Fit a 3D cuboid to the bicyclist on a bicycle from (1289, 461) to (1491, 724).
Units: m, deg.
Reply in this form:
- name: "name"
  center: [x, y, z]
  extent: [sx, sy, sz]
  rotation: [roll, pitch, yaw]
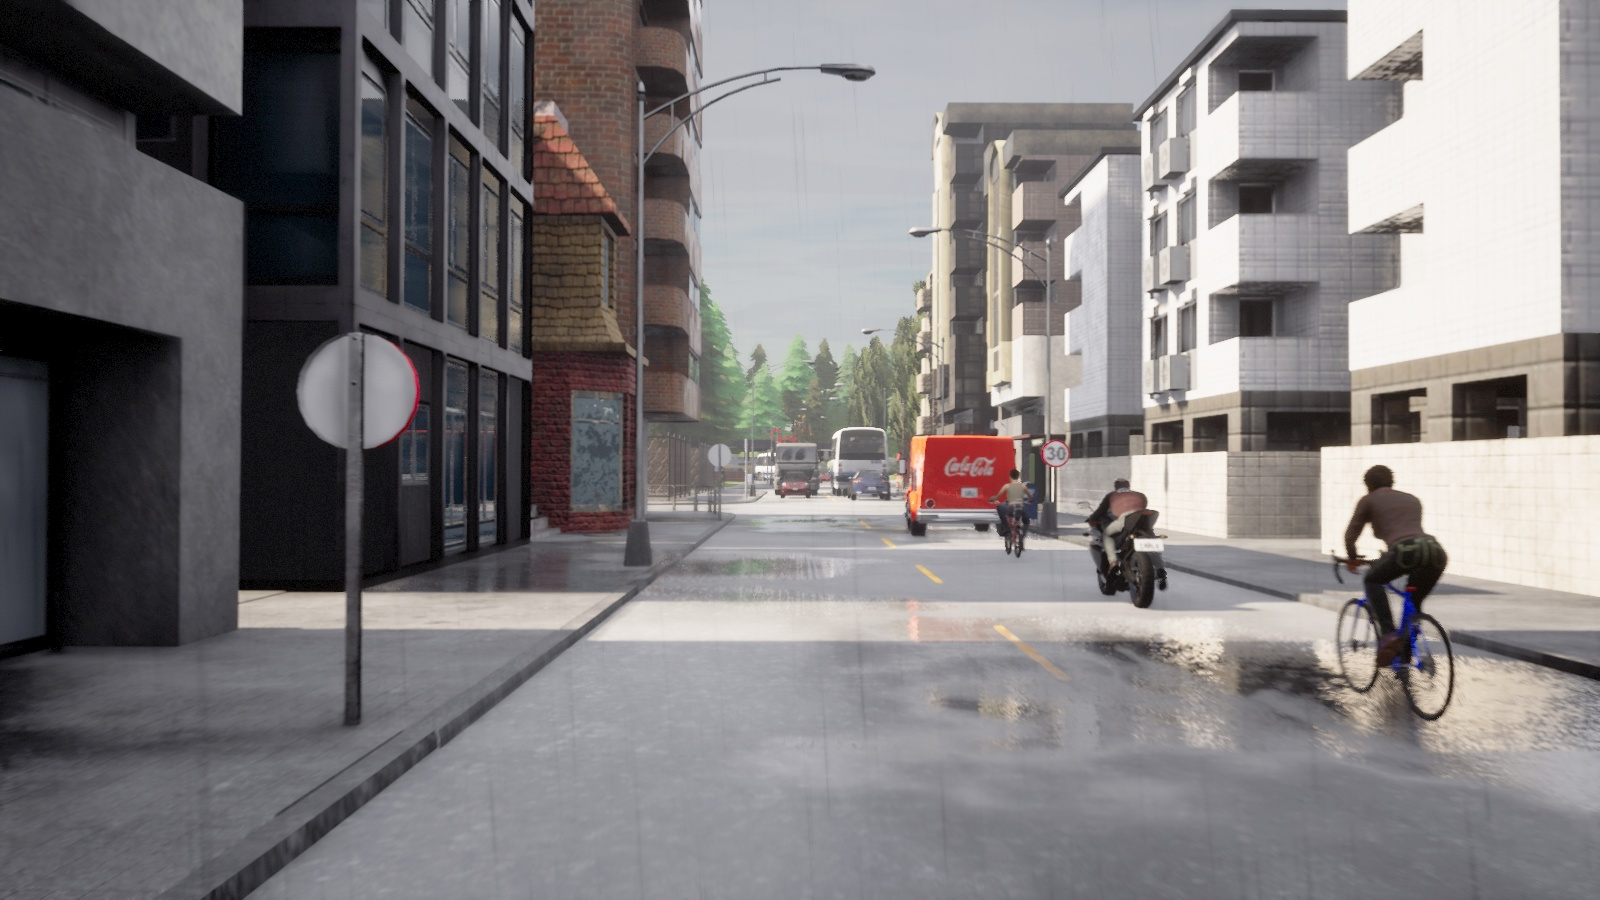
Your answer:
- name: "bicyclist on a bicycle"
  center: [3.967, 0.895, 8.583]
  extent: [0.582, 1.620, 1.656]
  rotation: [0, -1, 0]

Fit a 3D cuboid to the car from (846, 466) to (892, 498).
- name: "car"
  center: [3.762, 1.736, 69.104]
  extent: [2.152, 1.651, 5.027]
  rotation: [0, -1, -1]

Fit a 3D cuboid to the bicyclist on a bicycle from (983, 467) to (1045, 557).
- name: "bicyclist on a bicycle"
  center: [3.931, 1.124, 23.216]
  extent: [0.866, 1.612, 1.509]
  rotation: [0, -1, -1]

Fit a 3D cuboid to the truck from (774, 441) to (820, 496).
- name: "truck"
  center: [-0.291, 1.231, 83.395]
  extent: [2.891, 3.462, 7.936]
  rotation: [0, -1, -1]

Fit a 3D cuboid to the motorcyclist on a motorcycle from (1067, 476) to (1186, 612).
- name: "motorcyclist on a motorcycle"
  center: [3.949, 1.091, 15.380]
  extent: [0.866, 1.530, 2.191]
  rotation: [0, -1, 0]

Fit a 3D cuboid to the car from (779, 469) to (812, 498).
- name: "car"
  center: [-0.264, 1.942, 73.262]
  extent: [1.851, 1.617, 3.988]
  rotation: [0, -1, 0]

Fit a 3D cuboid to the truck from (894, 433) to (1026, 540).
- name: "truck"
  center: [3.901, 0.855, 31.694]
  extent: [2.627, 2.467, 5.204]
  rotation: [0, 0, 0]

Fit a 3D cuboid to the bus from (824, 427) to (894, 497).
- name: "bus"
  center: [3.694, 0.784, 81.247]
  extent: [3.944, 4.253, 10.273]
  rotation: [0, -1, -1]
